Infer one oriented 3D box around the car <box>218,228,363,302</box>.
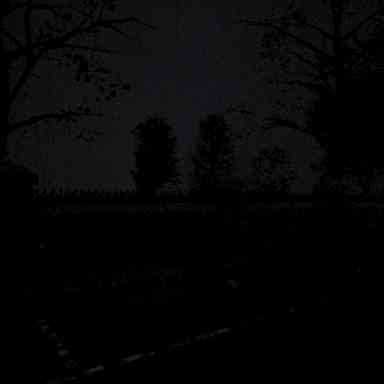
[{"bbox_3d":[2.650,1.636,8.452,4.313,1.339,1.947,1,0,-36],"label":"car"}]
